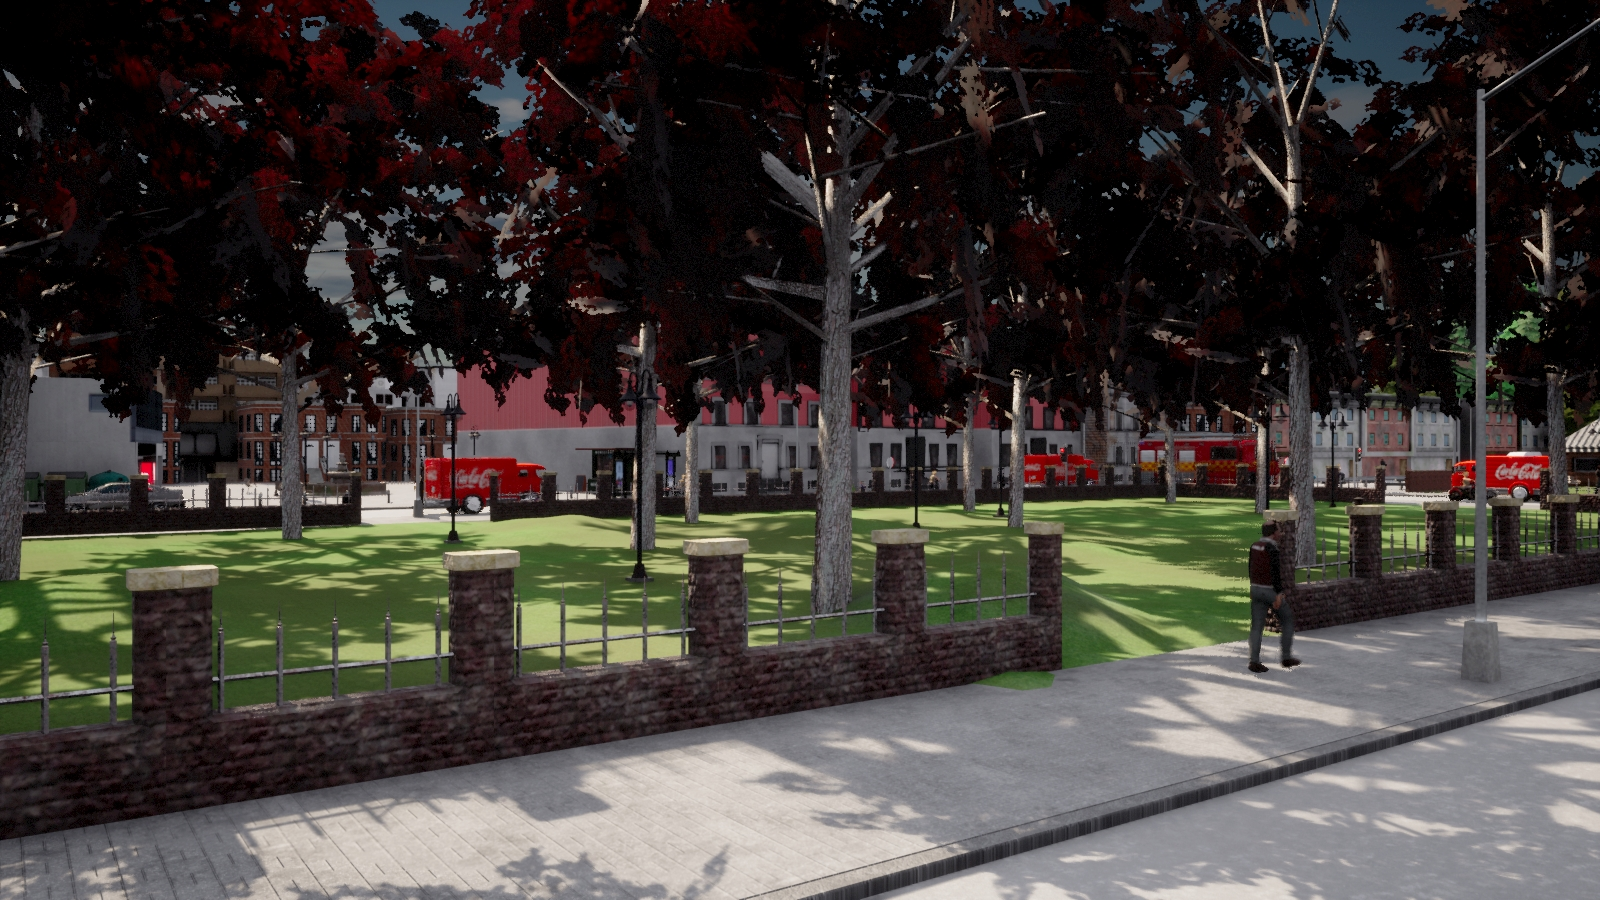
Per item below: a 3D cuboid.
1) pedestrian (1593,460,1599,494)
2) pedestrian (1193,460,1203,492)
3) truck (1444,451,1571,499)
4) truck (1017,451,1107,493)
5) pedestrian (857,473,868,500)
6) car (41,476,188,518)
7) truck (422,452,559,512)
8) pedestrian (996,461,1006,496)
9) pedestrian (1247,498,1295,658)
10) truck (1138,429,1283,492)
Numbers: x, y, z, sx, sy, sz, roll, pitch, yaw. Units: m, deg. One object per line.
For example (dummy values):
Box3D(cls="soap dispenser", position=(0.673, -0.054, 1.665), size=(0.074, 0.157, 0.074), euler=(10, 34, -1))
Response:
Box3D(cls="pedestrian", position=(43.829, 1.495, 62.728), size=(0.375, 1.860, 0.375), euler=(0, 0, -26))
Box3D(cls="pedestrian", position=(23.305, 1.502, 66.875), size=(0.375, 1.860, 0.375), euler=(0, 0, -35))
Box3D(cls="truck", position=(38.239, 1.318, 61.891), size=(2.627, 2.467, 5.204), euler=(0, 0, -35))
Box3D(cls="truck", position=(16.332, 1.327, 71.136), size=(5.204, 2.467, 2.627), euler=(0, 0, -35))
Box3D(cls="pedestrian", position=(3.047, 1.790, 55.955), size=(0.375, 1.300, 0.375), euler=(0, 0, -35))
Box3D(cls="car", position=(-27.253, 1.825, 45.479), size=(4.902, 1.511, 2.128), euler=(0, 0, -35))
Box3D(cls="truck", position=(-13.580, 1.342, 50.184), size=(5.204, 2.467, 2.627), euler=(0, 0, -35))
Box3D(cls="pedestrian", position=(10.817, 1.506, 61.417), size=(0.375, 1.860, 0.375), euler=(0, 0, -34))
Box3D(cls="pedestrian", position=(5.646, 1.517, 13.702), size=(0.375, 1.860, 0.375), euler=(0, 0, -20))
Box3D(cls="truck", position=(25.869, 0.645, 72.397), size=(8.468, 3.827, 2.891), euler=(0, 0, 18))
